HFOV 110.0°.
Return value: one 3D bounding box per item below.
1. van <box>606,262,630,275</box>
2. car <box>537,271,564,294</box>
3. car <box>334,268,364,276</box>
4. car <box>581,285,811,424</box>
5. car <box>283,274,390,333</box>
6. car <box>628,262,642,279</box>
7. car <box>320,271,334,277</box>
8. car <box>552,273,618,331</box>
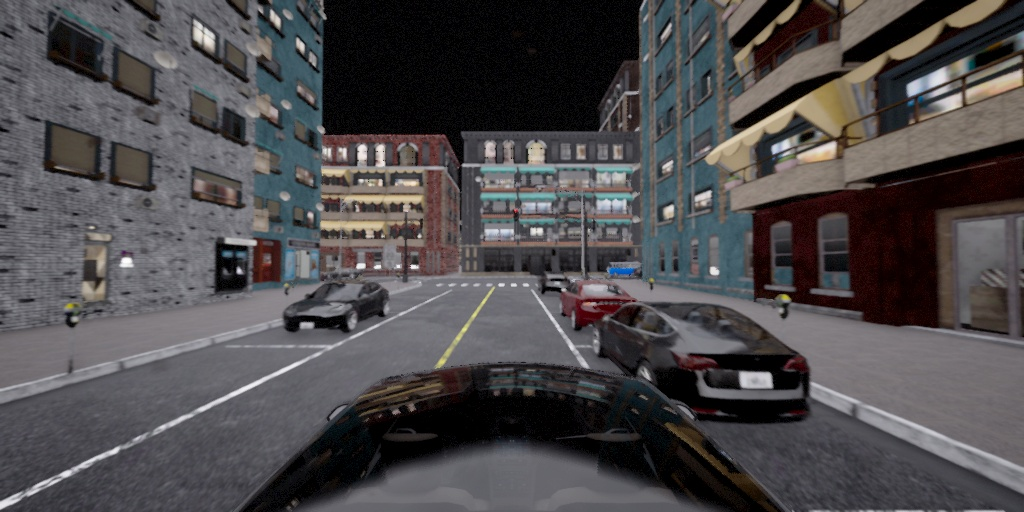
[{"bbox_3d":[13.098,1.631,42.109,3.998,1.789,1.690,0,0,0],"label":"van"},{"bbox_3d":[2.572,1.617,22.543,1.948,1.339,4.313,0,0,0],"label":"car"},{"bbox_3d":[-19.687,2.051,42.069,4.403,1.370,2.007,0,0,0],"label":"car"},{"bbox_3d":[2.568,1.374,5.852,1.948,1.339,4.313,0,0,0],"label":"car"},{"bbox_3d":[-5.279,1.454,11.394,1.948,1.339,4.313,0,0,0],"label":"car"},{"bbox_3d":[14.769,1.636,36.824,4.674,1.442,1.812,0,-1,0],"label":"car"},{"bbox_3d":[-19.646,1.732,33.932,4.097,1.591,1.967,0,0,0],"label":"car"},{"bbox_3d":[2.569,1.433,11.417,1.888,1.381,4.507,0,0,0],"label":"car"}]
